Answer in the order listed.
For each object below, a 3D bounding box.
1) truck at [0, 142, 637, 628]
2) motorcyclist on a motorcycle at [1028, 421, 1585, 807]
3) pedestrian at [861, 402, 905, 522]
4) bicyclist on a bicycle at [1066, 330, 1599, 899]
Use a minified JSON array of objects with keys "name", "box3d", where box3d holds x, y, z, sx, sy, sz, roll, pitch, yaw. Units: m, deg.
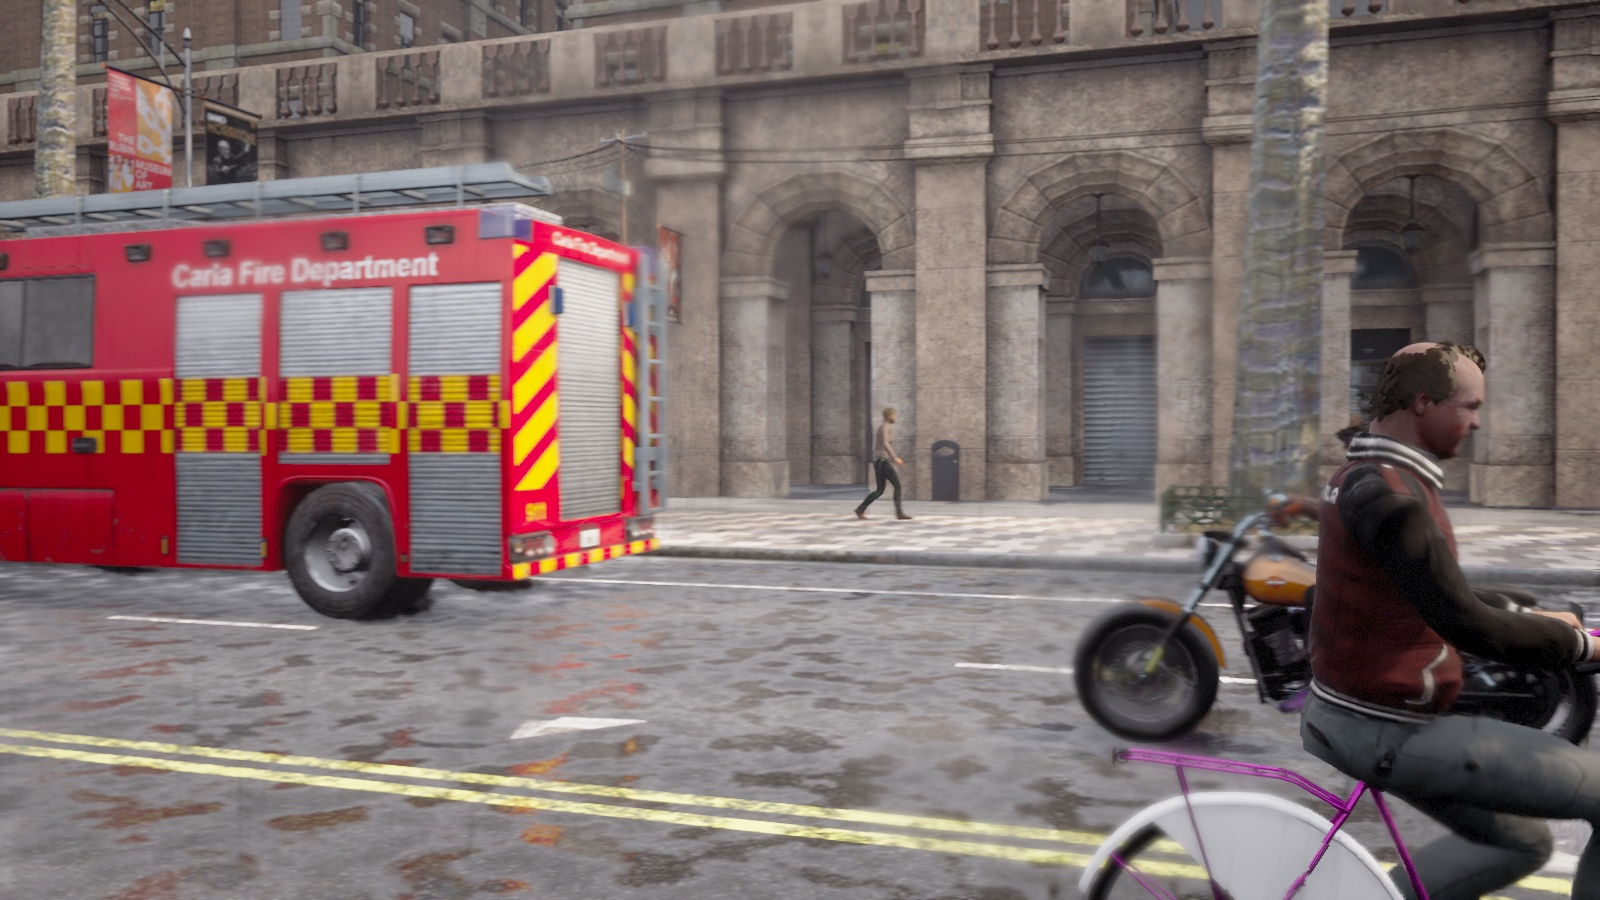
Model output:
[{"name":"truck","box3d":[-6.116,-0.562,12.583,8.468,3.827,2.891,1,1,18]},{"name":"motorcyclist on a motorcycle","box3d":[2.348,0.688,6.097,2.350,1.649,0.766,0,1,19]},{"name":"pedestrian","box3d":[1.285,0.177,19.464,0.634,1.846,0.331,0,1,13]},{"name":"bicyclist on a bicycle","box3d":[1.542,0.660,2.672,1.843,1.776,0.659,0,1,19]}]
